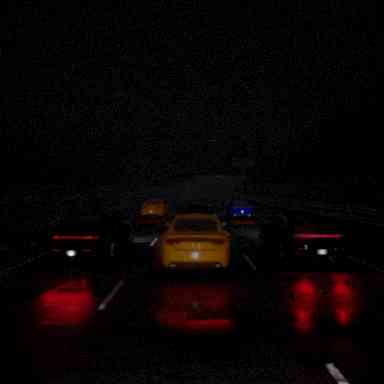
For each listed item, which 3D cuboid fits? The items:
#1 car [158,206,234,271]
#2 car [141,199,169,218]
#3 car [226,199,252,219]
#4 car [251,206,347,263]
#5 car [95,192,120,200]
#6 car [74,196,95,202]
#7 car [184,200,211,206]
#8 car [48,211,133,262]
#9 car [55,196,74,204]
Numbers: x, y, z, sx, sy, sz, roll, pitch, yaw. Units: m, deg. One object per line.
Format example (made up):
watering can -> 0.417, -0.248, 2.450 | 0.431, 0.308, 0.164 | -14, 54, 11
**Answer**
car -> 0.131, 1.419, 10.773 | 1.882, 1.535, 5.008 | 0, 0, 1
car -> -3.058, 1.350, 28.138 | 1.882, 1.535, 5.008 | 0, 0, 2
car -> 3.943, 1.356, 27.990 | 1.882, 1.535, 5.008 | 0, 0, 2
car -> 3.647, 1.432, 11.632 | 2.128, 1.511, 4.902 | 0, 0, 1
car -> -12.865, 0.990, 52.309 | 2.150, 2.045, 5.566 | 0, 0, 3
car -> -16.370, 1.329, 52.212 | 1.994, 1.385, 4.181 | 0, 0, 3
car -> 0.401, 1.387, 26.667 | 1.837, 1.490, 4.892 | 0, 1, 2
car -> -3.352, 1.441, 11.743 | 1.837, 1.490, 4.892 | 0, 1, 1
car -> -19.869, 1.325, 52.285 | 1.994, 1.385, 4.181 | 0, 0, 3
